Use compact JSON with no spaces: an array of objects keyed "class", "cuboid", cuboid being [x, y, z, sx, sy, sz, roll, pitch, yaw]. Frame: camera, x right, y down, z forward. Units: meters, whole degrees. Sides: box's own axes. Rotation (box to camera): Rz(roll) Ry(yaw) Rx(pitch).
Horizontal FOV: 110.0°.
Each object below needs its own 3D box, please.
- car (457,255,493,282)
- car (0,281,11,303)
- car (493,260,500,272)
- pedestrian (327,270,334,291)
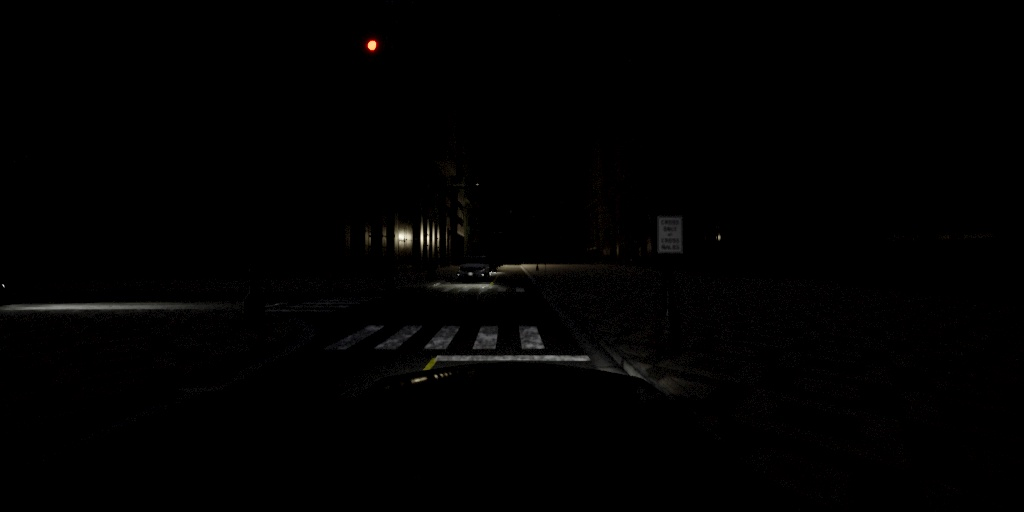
[{"class":"car","cuboid":[-3.038,0.972,29.225,2.150,2.045,5.566,0,0,1]},{"class":"car","cuboid":[-22.036,1.154,13.439,4.902,1.511,2.128,0,-1,0]},{"class":"car","cuboid":[-2.987,1.352,45.991,1.994,1.385,4.181,0,0,0]},{"class":"pedestrian","cuboid":[-9.967,0.965,19.633,0.375,1.860,0.375,0,-1,0]}]
